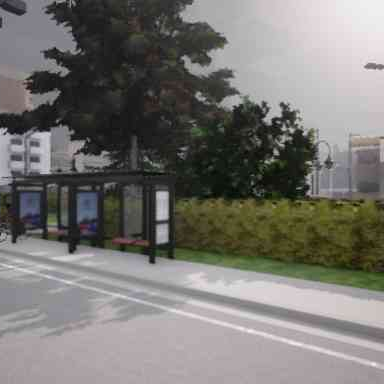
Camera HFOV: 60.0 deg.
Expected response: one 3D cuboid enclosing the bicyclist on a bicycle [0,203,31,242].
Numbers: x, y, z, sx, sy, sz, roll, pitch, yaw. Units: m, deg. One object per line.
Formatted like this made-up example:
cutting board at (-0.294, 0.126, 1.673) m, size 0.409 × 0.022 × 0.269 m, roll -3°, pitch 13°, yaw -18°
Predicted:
bicyclist on a bicycle at (-7.656, 1.288, 14.170) m, size 0.582 × 1.620 × 1.656 m, roll 0°, pitch 0°, yaw 36°
